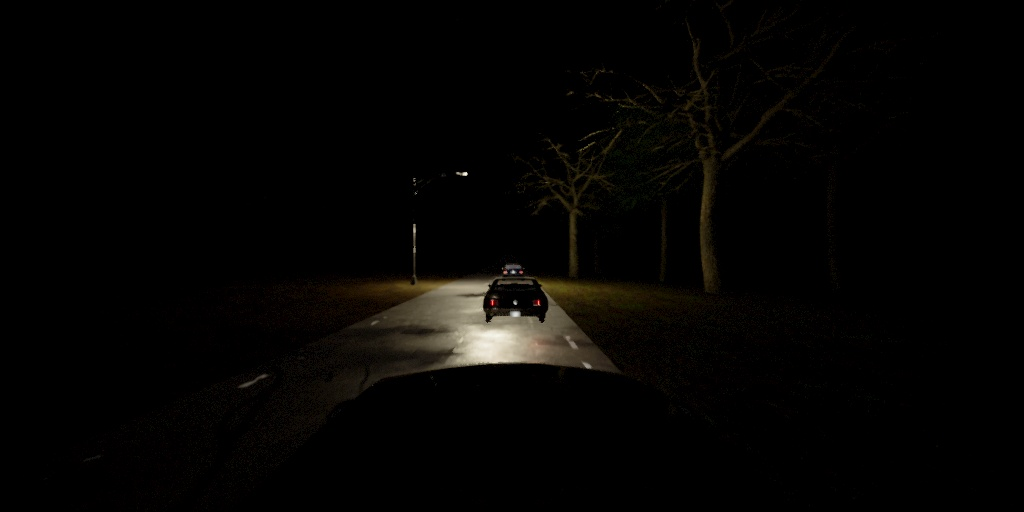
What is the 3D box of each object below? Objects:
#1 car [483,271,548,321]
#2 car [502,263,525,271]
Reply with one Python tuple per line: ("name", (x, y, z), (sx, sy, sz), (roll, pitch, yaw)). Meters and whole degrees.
("car", (0.101, 1.357, 12.392), (1.895, 1.301, 4.718), (0, 0, 0))
("car", (0.103, 1.315, 30.510), (2.033, 1.411, 5.357), (0, 0, 0))
